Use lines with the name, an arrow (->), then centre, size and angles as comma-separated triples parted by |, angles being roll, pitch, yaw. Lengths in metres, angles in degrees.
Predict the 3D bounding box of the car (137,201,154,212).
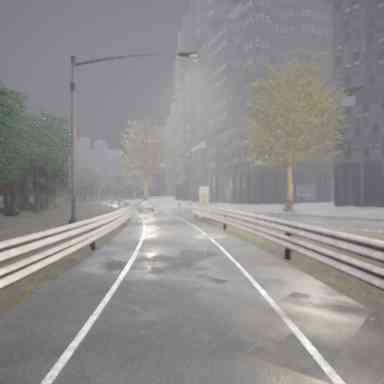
car -> -6.590, 1.974, 47.063 | 1.812, 1.442, 4.674 | 0, 0, -17
